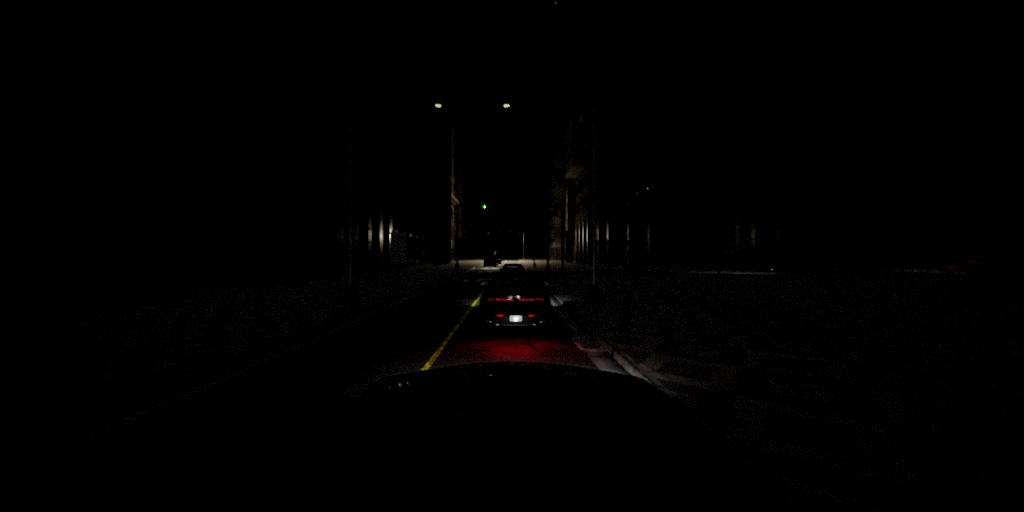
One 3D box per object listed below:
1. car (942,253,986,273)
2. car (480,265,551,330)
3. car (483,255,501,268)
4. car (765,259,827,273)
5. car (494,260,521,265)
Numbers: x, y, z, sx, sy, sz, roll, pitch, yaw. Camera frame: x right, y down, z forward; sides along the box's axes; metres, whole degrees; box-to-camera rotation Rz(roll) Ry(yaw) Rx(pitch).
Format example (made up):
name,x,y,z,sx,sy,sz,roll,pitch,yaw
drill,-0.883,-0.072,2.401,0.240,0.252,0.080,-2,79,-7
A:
name,x,y,z,sx,sy,sz,roll,pitch,yaw
car,40.938,0.751,31.381,5.008,1.535,1.882,0,0,0
car,0.086,1.195,10.875,1.837,1.490,4.892,0,1,0
car,-3.147,0.962,52.078,2.033,1.411,5.357,0,0,0
car,27.240,0.978,34.486,4.718,1.301,1.895,0,0,0
car,0.065,1.168,23.690,1.994,1.385,4.181,0,0,0
